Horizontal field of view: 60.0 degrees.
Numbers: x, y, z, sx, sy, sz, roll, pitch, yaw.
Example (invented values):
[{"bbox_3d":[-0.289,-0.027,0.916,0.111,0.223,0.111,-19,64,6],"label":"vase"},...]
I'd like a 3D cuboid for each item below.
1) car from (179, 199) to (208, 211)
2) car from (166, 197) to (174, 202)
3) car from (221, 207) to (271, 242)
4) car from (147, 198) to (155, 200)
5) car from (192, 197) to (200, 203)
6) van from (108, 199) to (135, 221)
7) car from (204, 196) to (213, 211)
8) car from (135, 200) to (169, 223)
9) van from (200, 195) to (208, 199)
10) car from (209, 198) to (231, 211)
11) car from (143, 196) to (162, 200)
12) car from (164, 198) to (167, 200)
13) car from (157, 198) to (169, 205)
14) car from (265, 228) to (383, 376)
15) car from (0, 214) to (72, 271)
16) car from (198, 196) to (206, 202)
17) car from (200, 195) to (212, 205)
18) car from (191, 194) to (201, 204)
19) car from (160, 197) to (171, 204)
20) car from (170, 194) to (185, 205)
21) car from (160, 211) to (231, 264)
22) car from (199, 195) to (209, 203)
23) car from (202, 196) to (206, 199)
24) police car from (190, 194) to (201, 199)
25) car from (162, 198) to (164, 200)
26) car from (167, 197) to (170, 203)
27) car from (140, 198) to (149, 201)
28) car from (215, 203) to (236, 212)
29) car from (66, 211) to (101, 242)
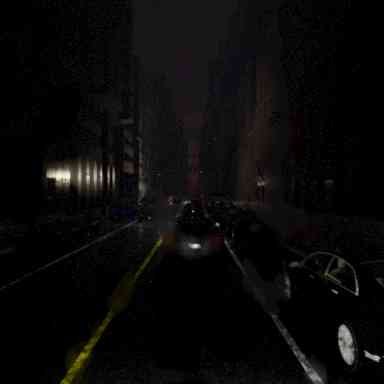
[{"bbox_3d":[0.094,1.671,30.270,2.033,1.411,5.357,0,0,0],"label":"car"},{"bbox_3d":[-5.781,1.937,89.489,1.887,1.381,4.507,0,0,0],"label":"car"},{"bbox_3d":[2.757,1.633,16.680,1.947,1.339,4.313,0,0,0],"label":"car"},{"bbox_3d":[-5.772,1.743,39.070,1.802,1.307,4.206,0,0,0],"label":"car"},{"bbox_3d":[0.887,1.861,77.830,1.812,1.442,4.674,0,0,0],"label":"car"},{"bbox_3d":[-5.770,1.455,27.867,1.690,1.788,3.998,0,0,0],"label":"van"},{"bbox_3d":[2.753,1.601,39.087,1.967,1.590,4.097,0,0,0],"label":"car"},{"bbox_3d":[-3.103,1.634,26.598,1.812,1.442,4.674,0,0,0],"label":"car"},{"bbox_3d":[2.750,1.575,55.893,1.690,1.788,3.998,0,0,0],"label":"van"},{"bbox_3d":[2.755,1.554,27.884,1.967,1.590,4.097,0,0,0],"label":"car"},{"bbox_3d":[-5.773,1.500,44.674,2.192,1.841,5.009,0,0,0],"label":"car"},{"bbox_3d":[-5.775,1.673,55.877,1.967,1.590,4.097,0,0,0],"label":"car"},{"bbox_3d":[-5.777,1.850,67.080,1.947,1.339,4.313,0,0,0],"label":"car"},{"bbox_3d":[2.759,1.573,5.477,2.008,1.369,4.403,0,0,0],"label":"car"},{"bbox_3d":[-5.767,1.627,11.060,1.802,1.307,4.206,0,0,0],"label":"car"},{"bbox_3d":[2.744,1.833,89.502,1.967,1.590,4.097,0,0,0],"label":"car"},{"bbox_3d":[2.747,1.599,67.096,2.192,1.841,5.009,0,0,0],"label":"car"},{"bbox_3d":[0.841,1.529,71.861,2.150,2.045,5.566,0,0,0],"label":"car"},{"bbox_3d":[-5.778,1.876,72.682,1.947,1.339,4.313,0,0,0],"label":"car"},{"bbox_3d":[-3.020,1.757,67.138,1.882,1.535,5.008,0,0,0],"label":"car"},{"bbox_3d":[0.091,1.613,12.051,1.994,1.385,4.181,0,0,0],"label":"car"},{"bbox_3d":[2.746,1.653,78.299,2.192,1.841,5.009,0,0,0],"label":"car"},{"bbox_3d":[2.751,1.735,50.461,1.752,1.417,4.829,0,0,0],"label":"car"},{"bbox_3d":[0.889,1.686,61.941,1.930,1.638,5.238,0,0,0],"label":"police car"},{"bbox_3d":[-5.774,1.791,50.275,1.802,1.307,4.206,0,0,0],"label":"car"},{"bbox_3d":[-5.776,1.809,61.479,2.008,1.369,4.403,0,0,0],"label":"car"},{"bbox_3d":[-5.771,1.662,33.299,1.752,1.417,4.829,0,0,0],"label":"car"},{"bbox_3d":[2.756,1.673,22.282,1.802,1.307,4.206,0,0,0],"label":"car"},{"bbox_3d":[-5.768,1.650,16.662,1.802,1.307,4.206,0,0,0],"label":"car"}]
